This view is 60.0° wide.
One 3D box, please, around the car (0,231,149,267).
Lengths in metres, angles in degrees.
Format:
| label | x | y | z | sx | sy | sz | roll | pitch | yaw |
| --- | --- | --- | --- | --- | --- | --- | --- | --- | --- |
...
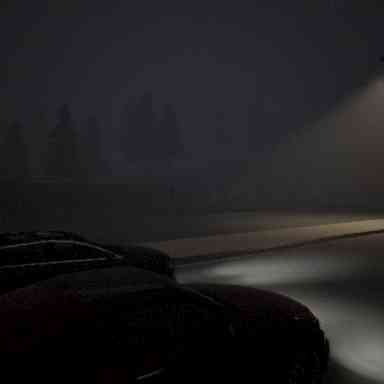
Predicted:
| label | x | y | z | sx | sy | sz | roll | pitch | yaw |
| --- | --- | --- | --- | --- | --- | --- | --- | --- | --- |
| car | -2.576 | 1.491 | 6.207 | 4.902 | 1.511 | 2.128 | 0 | 0 | -35 |

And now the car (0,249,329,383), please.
| label | x | y | z | sx | sy | sz | roll | pitch | yaw |
| --- | --- | --- | --- | --- | --- | --- | --- | --- | --- |
| car | -0.591 | 1.526 | 3.326 | 4.674 | 1.442 | 1.812 | 0 | 0 | -35 |
